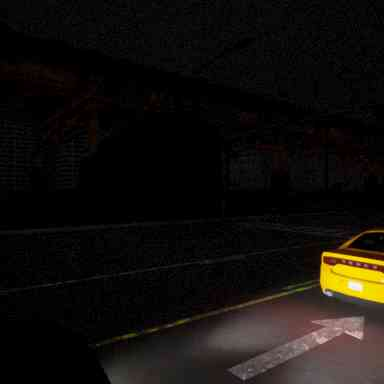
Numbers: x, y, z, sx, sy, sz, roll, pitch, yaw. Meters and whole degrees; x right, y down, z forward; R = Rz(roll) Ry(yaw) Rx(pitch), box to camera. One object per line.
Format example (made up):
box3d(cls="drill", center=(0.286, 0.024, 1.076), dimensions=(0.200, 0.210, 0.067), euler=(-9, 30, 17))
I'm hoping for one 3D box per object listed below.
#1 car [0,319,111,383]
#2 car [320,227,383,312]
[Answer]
box3d(cls="car", center=(-2.773, 1.601, 1.774), dimensions=(4.718, 1.301, 1.895), euler=(0, 0, -35))
box3d(cls="car", center=(4.840, 1.478, 7.180), dimensions=(5.008, 1.535, 1.882), euler=(0, 0, -35))
